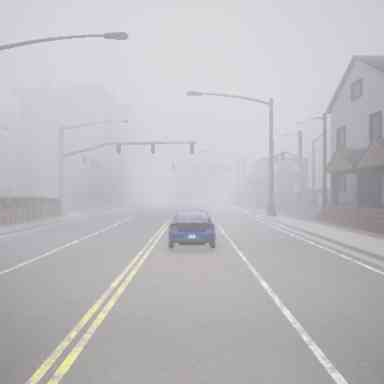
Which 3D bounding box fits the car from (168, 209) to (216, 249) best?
[{"bbox_3d":[0.000,1.484,14.650,1.882,1.535,5.008,0,0,0],"label":"car"}]
